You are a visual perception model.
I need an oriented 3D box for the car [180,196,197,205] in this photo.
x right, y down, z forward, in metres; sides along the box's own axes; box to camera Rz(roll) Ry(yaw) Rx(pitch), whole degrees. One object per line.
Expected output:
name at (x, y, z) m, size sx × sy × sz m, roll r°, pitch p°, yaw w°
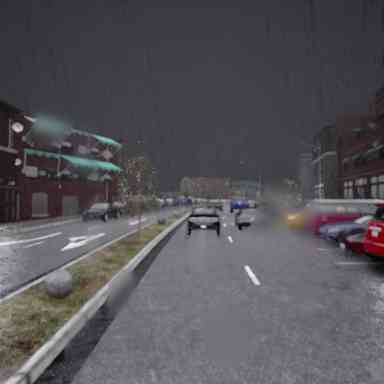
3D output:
car at (-1.407, 1.735, 66.653) m, size 2.435 × 2.045 × 5.566 m, roll 0°, pitch -1°, yaw 14°

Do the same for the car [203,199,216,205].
car at (4.595, 2.648, 87.990) m, size 2.163 × 1.488 × 4.792 m, roll 0°, pitch -2°, yaw 19°

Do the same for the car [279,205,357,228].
car at (8.608, 1.664, 23.121) m, size 4.674 × 1.452 × 2.002 m, roll 0°, pitch 0°, yaw 4°

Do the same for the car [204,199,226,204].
car at (2.986, 1.679, 42.202) m, size 1.837 × 1.490 × 4.892 m, roll 0°, pitch 0°, yaw 8°

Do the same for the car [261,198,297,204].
car at (9.315, 1.634, 31.283) m, size 4.892 × 1.521 × 2.231 m, roll 0°, pitch 0°, yaw 6°

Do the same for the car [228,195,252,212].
car at (5.781, 1.386, 40.611) m, size 2.150 × 2.045 × 5.566 m, roll 0°, pitch 0°, yaw 8°

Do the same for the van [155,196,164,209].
van at (-5.634, 1.449, 44.801) m, size 1.878 × 1.987 × 4.442 m, roll 0°, pitch -1°, yaw 9°

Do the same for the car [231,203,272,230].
car at (3.935, 1.705, 22.595) m, size 1.994 × 1.385 × 4.181 m, roll 0°, pitch 0°, yaw 4°

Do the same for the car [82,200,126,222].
car at (-7.626, 1.634, 28.431) m, size 2.097 × 1.535 × 5.008 m, roll 0°, pitch 0°, yaw 6°

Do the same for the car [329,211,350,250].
car at (8.014, 1.614, 12.347) m, size 4.792 × 1.488 × 2.163 m, roll 0°, pitch 0°, yaw 2°

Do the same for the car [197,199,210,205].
car at (2.931, 2.486, 82.729) m, size 2.002 × 1.452 × 4.674 m, roll 0°, pitch -2°, yaw 17°

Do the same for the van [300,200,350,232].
van at (8.384, 1.382, 17.666) m, size 4.442 × 1.987 × 1.878 m, roll 0°, pitch 0°, yaw 3°

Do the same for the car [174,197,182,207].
car at (-3.701, 1.828, 55.844) m, size 2.002 × 1.452 × 4.674 m, roll 0°, pitch -1°, yaw 11°

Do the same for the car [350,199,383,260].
car at (8.002, 1.318, 9.621) m, size 5.566 × 2.045 × 2.435 m, roll 0°, pitch 0°, yaw 2°

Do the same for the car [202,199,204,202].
car at (1.409, 2.279, 77.530) m, size 2.231 × 1.521 × 4.892 m, roll 0°, pitch -2°, yaw 16°

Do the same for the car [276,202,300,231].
car at (8.237, 1.613, 20.411) m, size 5.366 × 1.575 × 1.946 m, roll 0°, pitch 0°, yaw 4°

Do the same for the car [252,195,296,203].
car at (10.666, 1.393, 42.255) m, size 5.566 × 2.045 × 2.435 m, roll 0°, pitch 0°, yaw 9°

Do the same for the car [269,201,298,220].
car at (8.787, 1.659, 25.847) m, size 4.792 × 1.488 × 2.163 m, roll 0°, pitch 0°, yaw 5°

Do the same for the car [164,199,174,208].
car at (-4.697, 1.761, 50.392) m, size 2.002 × 1.452 × 4.674 m, roll 0°, pitch -1°, yaw 10°

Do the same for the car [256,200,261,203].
car at (9.924, 1.660, 36.838) m, size 4.792 × 1.488 × 2.163 m, roll 0°, pitch 0°, yaw 8°

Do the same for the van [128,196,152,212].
van at (-6.409, 1.427, 39.316) m, size 1.878 × 1.987 × 4.442 m, roll 0°, pitch 0°, yaw 8°

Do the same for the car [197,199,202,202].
car at (-0.052, 1.996, 72.092) m, size 2.185 × 1.767 × 4.553 m, roll 0°, pitch -2°, yaw 15°

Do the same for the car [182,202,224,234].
car at (0.743, 1.621, 19.975) m, size 2.128 × 1.511 × 4.902 m, roll 0°, pitch 0°, yaw 3°

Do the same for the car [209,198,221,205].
car at (6.425, 2.672, 93.420) m, size 2.185 × 1.767 × 4.553 m, roll 0°, pitch -2°, yaw 20°

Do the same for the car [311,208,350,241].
car at (8.137, 1.637, 14.960) m, size 4.674 × 1.452 × 2.002 m, roll 0°, pitch 0°, yaw 3°

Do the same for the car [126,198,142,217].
car at (-7.077, 1.674, 33.896) m, size 2.163 × 1.488 × 4.792 m, roll 0°, pitch 0°, yaw 7°

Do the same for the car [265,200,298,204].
car at (9.083, 1.662, 28.560) m, size 4.792 × 1.488 × 2.163 m, roll 0°, pitch 0°, yaw 6°
